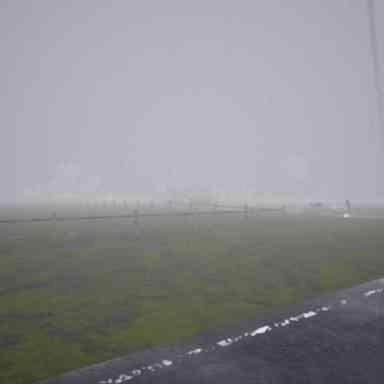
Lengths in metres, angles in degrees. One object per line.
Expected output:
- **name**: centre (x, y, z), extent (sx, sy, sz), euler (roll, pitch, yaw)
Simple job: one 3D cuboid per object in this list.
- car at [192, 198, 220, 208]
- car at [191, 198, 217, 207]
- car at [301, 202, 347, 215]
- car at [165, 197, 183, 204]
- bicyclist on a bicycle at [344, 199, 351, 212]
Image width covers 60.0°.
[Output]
- **car**: centre (2.599, 1.756, 53.710), extent (2.128, 1.511, 4.902), euler (0, 0, -35)
- **car**: centre (2.080, 1.838, 59.485), extent (2.033, 1.411, 5.357), euler (0, 0, -34)
- **car**: centre (14.466, 1.803, 36.651), extent (1.895, 1.301, 4.718), euler (0, 0, -35)
- **car**: centre (-3.621, 1.819, 67.565), extent (2.128, 1.511, 4.902), euler (0, 0, -35)
- **bicyclist on a bicycle**: centre (18.973, 1.683, 40.631), extent (1.656, 1.620, 0.582), euler (0, 0, -35)
